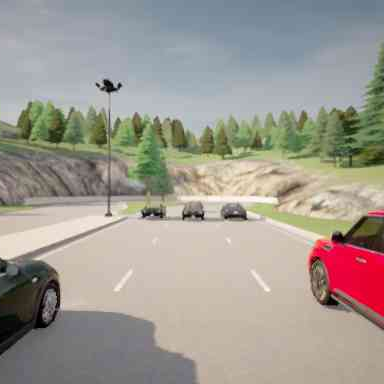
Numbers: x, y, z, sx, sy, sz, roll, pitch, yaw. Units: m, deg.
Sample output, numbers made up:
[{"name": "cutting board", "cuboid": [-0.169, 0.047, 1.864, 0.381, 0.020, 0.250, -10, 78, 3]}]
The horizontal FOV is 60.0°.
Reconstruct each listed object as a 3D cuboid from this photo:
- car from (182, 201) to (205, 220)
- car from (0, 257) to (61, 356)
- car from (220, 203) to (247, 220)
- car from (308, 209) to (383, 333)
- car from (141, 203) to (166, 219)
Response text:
[{"name": "car", "cuboid": [0.097, 1.690, 28.689, 1.895, 1.301, 4.718, 0, 0, 0]}, {"name": "car", "cuboid": [-3.401, 1.365, 4.141, 2.097, 1.767, 4.553, 0, 0, 0]}, {"name": "car", "cuboid": [3.598, 1.655, 29.355, 1.994, 1.385, 4.181, 0, 0, 0]}, {"name": "car", "cuboid": [3.600, 1.237, 4.928, 2.150, 2.045, 5.566, 0, 0, 0]}, {"name": "car", "cuboid": [-3.401, 1.695, 30.569, 1.895, 1.301, 4.718, 0, 0, 0]}]
